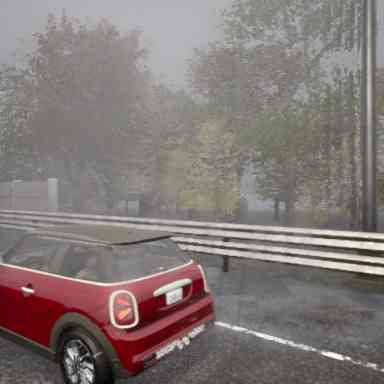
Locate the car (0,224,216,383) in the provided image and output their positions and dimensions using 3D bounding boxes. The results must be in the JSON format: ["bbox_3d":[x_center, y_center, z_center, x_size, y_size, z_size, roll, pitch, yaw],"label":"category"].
[{"bbox_3d":[-1.953,1.315,5.358,4.553,1.767,2.097,0,0,35],"label":"car"}]
